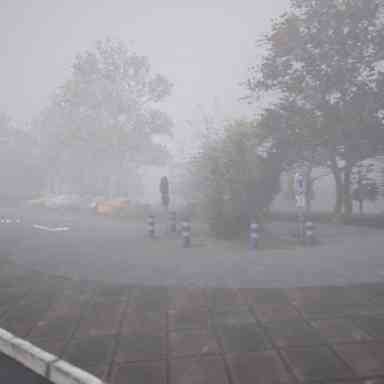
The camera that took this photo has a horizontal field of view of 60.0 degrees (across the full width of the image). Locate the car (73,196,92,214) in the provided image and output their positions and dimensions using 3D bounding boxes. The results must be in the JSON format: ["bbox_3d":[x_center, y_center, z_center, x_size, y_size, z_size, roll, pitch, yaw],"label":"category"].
[{"bbox_3d":[-7.738,1.044,29.544,2.185,1.767,4.553,2,1,36],"label":"car"}]

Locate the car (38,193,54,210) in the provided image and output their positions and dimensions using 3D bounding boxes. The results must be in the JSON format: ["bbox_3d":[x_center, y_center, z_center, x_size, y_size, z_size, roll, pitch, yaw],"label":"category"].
[{"bbox_3d":[-12.143,1.074,32.700,2.002,1.452,4.674,2,1,36],"label":"car"}]

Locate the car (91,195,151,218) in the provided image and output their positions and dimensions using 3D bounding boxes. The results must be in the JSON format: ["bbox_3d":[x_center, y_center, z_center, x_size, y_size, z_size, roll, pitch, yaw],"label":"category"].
[{"bbox_3d":[-5.520,1.238,27.889,2.097,1.535,5.008,2,1,36],"label":"car"}]

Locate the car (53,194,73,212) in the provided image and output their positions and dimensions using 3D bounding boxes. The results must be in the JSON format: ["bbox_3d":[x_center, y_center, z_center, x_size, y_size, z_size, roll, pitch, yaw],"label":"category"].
[{"bbox_3d":[-9.917,1.133,31.051,2.163,1.488,4.792,2,1,36],"label":"car"}]

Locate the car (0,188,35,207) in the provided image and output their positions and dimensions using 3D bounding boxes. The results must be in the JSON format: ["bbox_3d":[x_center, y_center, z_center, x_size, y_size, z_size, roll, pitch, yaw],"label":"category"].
[{"bbox_3d":[-18.841,0.575,37.600,2.435,2.045,5.566,2,1,36],"label":"car"}]

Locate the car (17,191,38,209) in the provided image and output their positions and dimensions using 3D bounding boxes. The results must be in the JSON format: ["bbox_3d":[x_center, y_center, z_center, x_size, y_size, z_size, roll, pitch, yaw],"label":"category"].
[{"bbox_3d":[-14.490,0.962,34.178,1.946,1.575,5.366,2,1,36],"label":"car"}]
